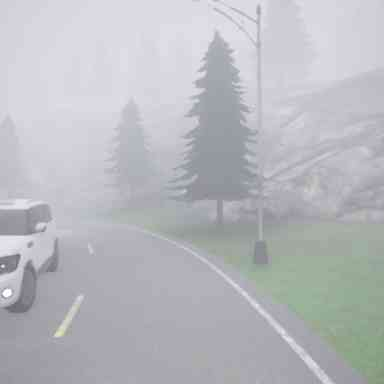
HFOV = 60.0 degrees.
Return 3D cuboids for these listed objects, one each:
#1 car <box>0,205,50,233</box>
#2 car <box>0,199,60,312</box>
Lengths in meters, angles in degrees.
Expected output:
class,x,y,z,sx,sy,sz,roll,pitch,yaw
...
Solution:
class,x,y,z,sx,sy,sz,roll,pitch,yaw
car,-10.628,1.601,21.010,1.994,1.385,4.181,-1,0,-39
car,-4.546,1.238,7.777,2.150,2.045,5.566,-1,0,-14
